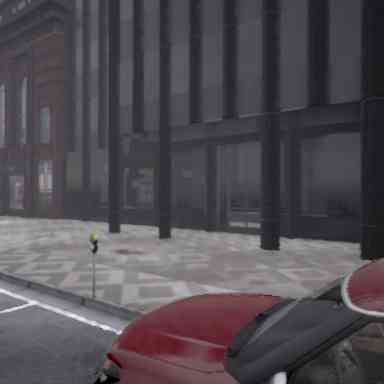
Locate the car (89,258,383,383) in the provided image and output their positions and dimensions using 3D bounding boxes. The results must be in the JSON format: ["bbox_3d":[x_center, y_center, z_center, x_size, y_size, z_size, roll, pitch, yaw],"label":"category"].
[{"bbox_3d":[1.583,1.315,1.831,5.009,1.841,2.192,0,0,36],"label":"car"}]
